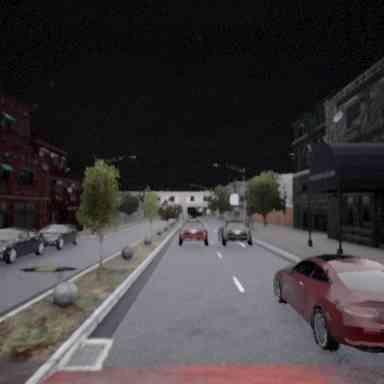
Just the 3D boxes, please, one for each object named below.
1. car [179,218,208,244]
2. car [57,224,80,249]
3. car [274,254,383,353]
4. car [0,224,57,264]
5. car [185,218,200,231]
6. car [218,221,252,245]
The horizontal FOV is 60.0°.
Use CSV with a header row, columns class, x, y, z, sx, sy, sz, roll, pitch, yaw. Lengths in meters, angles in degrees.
class,x,y,z,sx,sy,sz,roll,pitch,yaw
car,0.103,2.954,25.416,2.097,1.767,4.553,0,-3,0
car,-8.992,2.881,22.130,2.231,1.521,4.892,0,-3,0
car,3.117,2.063,7.083,1.812,1.442,4.674,0,-3,0
car,-8.970,2.548,16.493,2.231,1.521,4.892,0,-3,0
car,0.104,4.130,42.978,1.837,1.490,4.892,0,-3,0
car,3.104,2.927,24.832,2.097,1.767,4.553,0,-3,0
